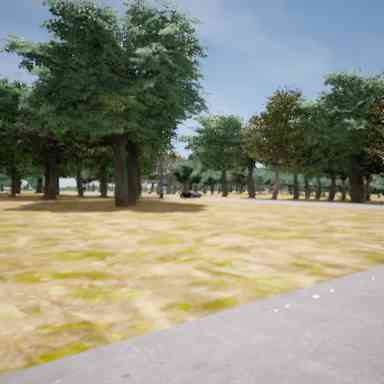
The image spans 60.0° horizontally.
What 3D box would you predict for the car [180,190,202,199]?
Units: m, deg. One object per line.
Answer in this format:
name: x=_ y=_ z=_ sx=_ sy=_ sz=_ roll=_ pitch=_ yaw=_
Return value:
car: x=-0.174 y=0.444 z=60.833 sx=1.882 sy=1.535 sz=5.008 roll=-1 pitch=1 yaw=-36
